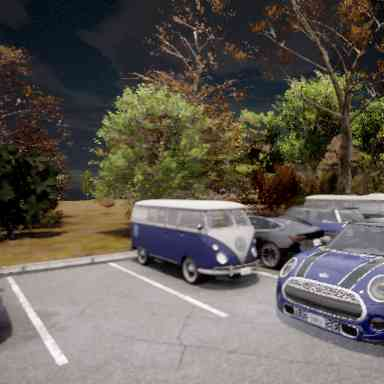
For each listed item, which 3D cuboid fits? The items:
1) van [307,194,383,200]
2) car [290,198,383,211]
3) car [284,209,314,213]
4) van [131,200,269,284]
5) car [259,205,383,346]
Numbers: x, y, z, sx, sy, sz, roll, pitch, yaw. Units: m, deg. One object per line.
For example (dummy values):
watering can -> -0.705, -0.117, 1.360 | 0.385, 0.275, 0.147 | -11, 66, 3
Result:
van -> 6.705, 1.139, 14.514 | 1.878, 1.987, 4.442 | -1, 0, -35
car -> 4.392, 1.269, 12.683 | 2.185, 1.767, 4.553 | -1, 0, -35
car -> 2.161, 1.453, 11.169 | 2.163, 1.488, 4.792 | -1, 0, -36
van -> -0.056, 1.226, 9.405 | 1.878, 1.987, 4.442 | -1, 0, -35
car -> 3.697, 1.311, 6.324 | 4.553, 1.767, 2.097 | -1, 0, -36
